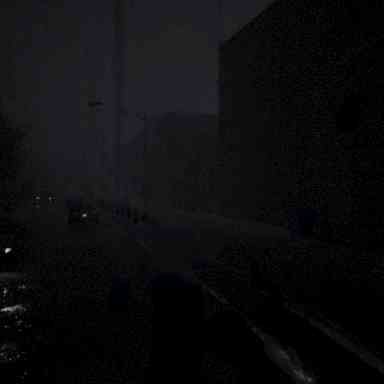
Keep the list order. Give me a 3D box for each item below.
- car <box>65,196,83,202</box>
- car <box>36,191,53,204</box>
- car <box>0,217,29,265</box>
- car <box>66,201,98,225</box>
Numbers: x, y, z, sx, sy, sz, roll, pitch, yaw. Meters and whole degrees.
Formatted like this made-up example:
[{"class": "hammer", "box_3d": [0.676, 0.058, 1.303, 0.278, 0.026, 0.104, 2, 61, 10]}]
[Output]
[{"class": "car", "box_3d": [-14.382, 1.260, 40.554, 1.882, 1.535, 5.008, -1, 2, -22]}, {"class": "car", "box_3d": [-21.787, 0.754, 49.207, 2.097, 1.767, 4.553, -1, 4, -21]}, {"class": "car", "box_3d": [-6.974, 1.641, 11.887, 2.033, 1.411, 5.357, -1, 0, -21]}, {"class": "car", "box_3d": [-8.198, 1.597, 24.975, 1.994, 1.385, 4.181, -1, 1, -21]}]
